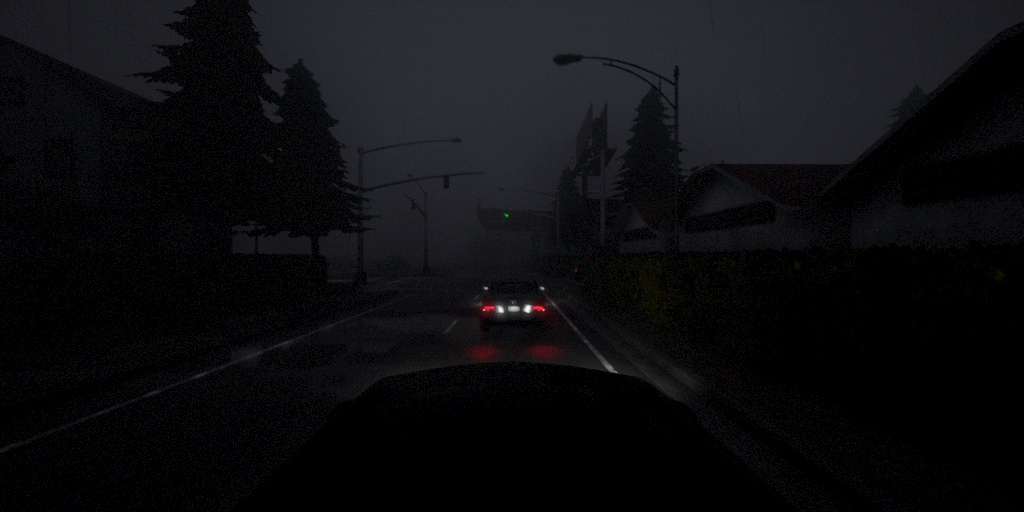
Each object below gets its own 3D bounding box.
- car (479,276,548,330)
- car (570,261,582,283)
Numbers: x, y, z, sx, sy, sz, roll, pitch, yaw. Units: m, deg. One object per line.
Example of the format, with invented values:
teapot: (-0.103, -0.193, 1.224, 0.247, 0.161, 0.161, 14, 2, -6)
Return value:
car: (0.067, 1.322, 11.136, 2.033, 1.411, 5.357, 0, 0, 1)
car: (6.592, 1.030, 26.251, 4.553, 1.767, 2.097, -2, 0, 0)
